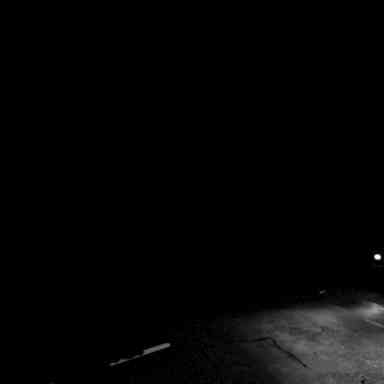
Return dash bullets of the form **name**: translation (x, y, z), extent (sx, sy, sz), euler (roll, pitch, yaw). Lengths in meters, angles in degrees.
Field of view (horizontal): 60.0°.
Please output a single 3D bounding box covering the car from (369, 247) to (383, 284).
- **car**: translation (6.337, 1.552, 8.335), extent (4.718, 1.301, 1.895), euler (0, 0, -39)
